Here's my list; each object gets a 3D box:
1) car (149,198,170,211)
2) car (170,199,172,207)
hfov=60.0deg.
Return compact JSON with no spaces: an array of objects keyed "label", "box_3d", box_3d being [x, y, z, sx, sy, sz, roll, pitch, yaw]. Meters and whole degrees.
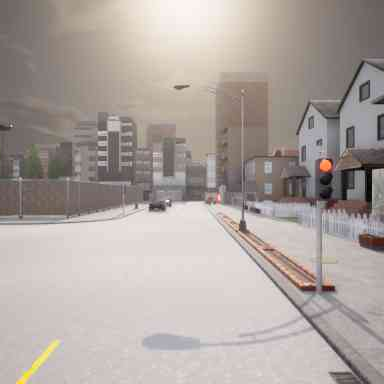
[{"label":"car","box_3d":[-4.120,1.601,40.546,1.895,1.301,4.718,0,0,0]},{"label":"car","box_3d":[-4.113,1.564,50.615,1.994,1.385,4.181,0,0,0]}]
